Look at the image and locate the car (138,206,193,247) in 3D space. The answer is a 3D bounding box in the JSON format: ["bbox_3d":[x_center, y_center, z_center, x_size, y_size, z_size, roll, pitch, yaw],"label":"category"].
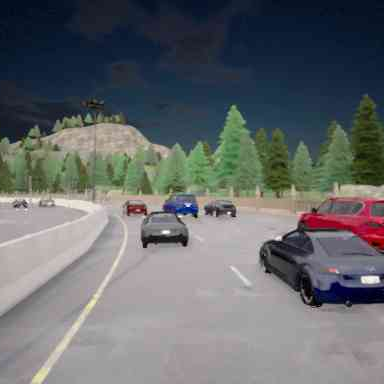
[{"bbox_3d":[-1.344,1.568,15.242,1.994,1.385,4.181,0,0,-9],"label":"car"}]

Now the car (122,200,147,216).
[{"bbox_3d":[-5.671,1.496,32.480,1.882,1.535,5.008,0,0,-19],"label":"car"}]

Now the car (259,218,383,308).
[{"bbox_3d":[3.056,1.552,8.009,1.994,1.385,4.181,0,0,-5],"label":"car"}]

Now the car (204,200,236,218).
[{"bbox_3d":[2.421,1.494,30.098,1.837,1.490,4.892,0,0,-16],"label":"car"}]

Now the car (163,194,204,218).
[{"bbox_3d":[-1.088,1.223,29.810,2.150,2.045,5.566,0,0,-17],"label":"car"}]

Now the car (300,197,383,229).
[{"bbox_3d":[6.112,1.198,12.786,2.150,2.045,5.566,0,0,-7],"label":"car"}]
